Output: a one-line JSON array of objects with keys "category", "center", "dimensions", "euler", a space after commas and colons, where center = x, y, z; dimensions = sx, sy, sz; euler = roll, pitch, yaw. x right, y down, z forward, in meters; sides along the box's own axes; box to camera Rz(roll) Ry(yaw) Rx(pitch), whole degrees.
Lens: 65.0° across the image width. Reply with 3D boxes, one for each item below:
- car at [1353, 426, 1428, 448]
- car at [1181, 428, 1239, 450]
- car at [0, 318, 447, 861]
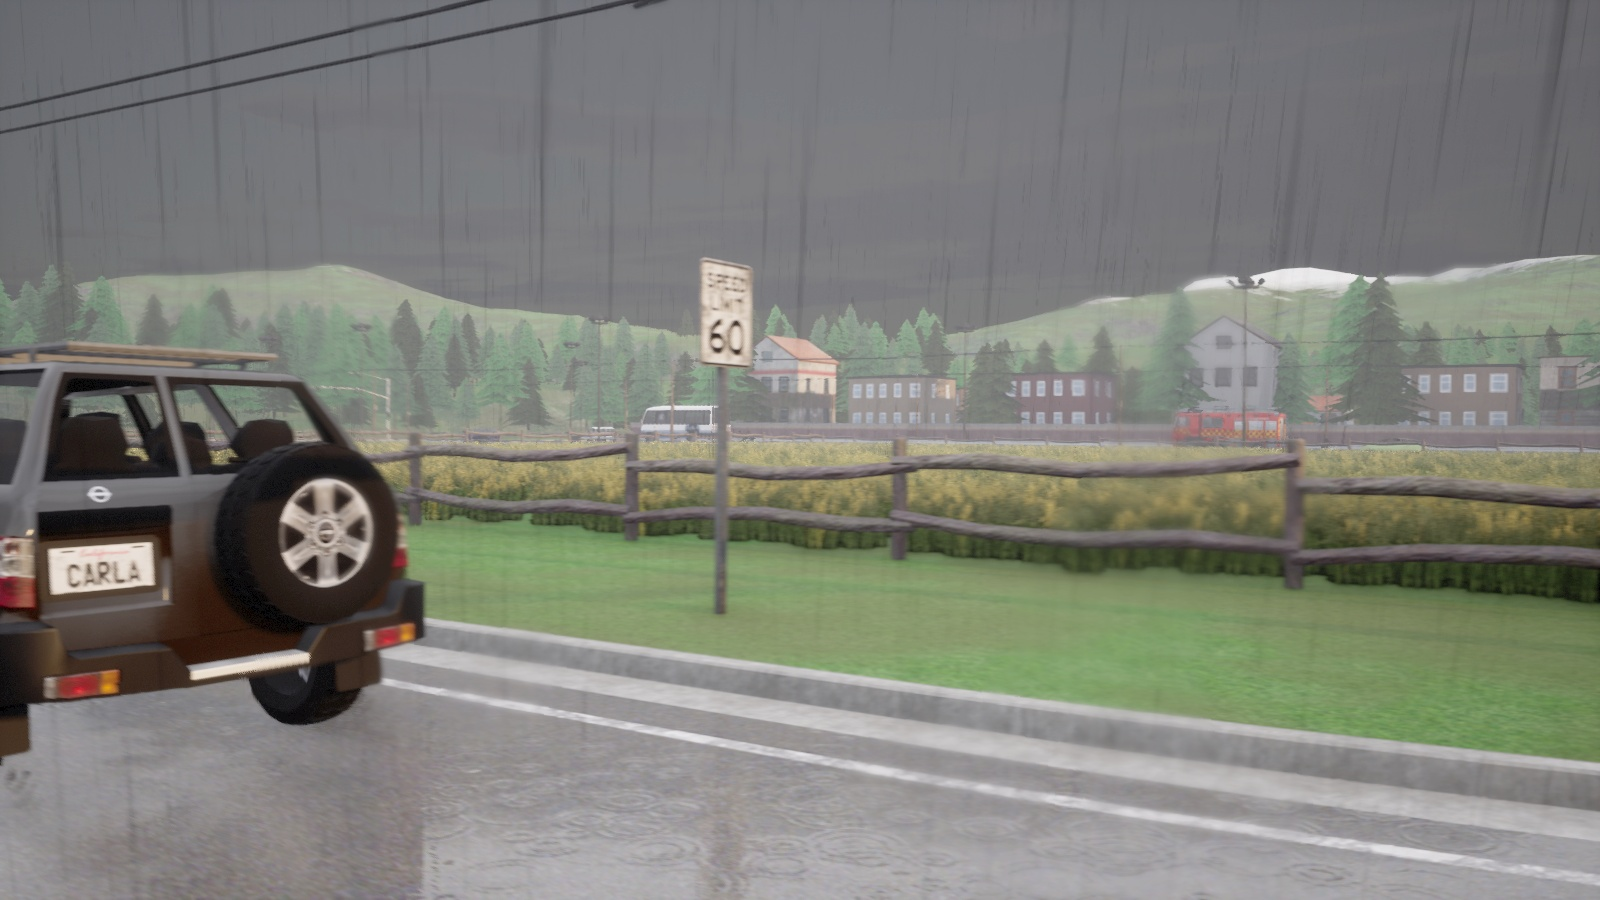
[{"category": "car", "center": [41.290, -0.895, 87.845], "dimensions": [4.514, 1.525, 2.007], "euler": [0, 1, 34]}, {"category": "car", "center": [29.829, -0.808, 91.401], "dimensions": [3.705, 1.549, 1.789], "euler": [0, 1, 31]}, {"category": "car", "center": [-4.129, 0.495, 6.363], "dimensions": [4.605, 1.855, 1.932], "euler": [-1, 0, 34]}]
